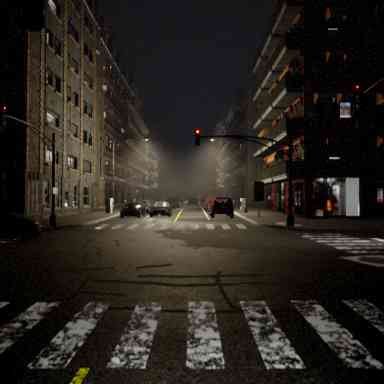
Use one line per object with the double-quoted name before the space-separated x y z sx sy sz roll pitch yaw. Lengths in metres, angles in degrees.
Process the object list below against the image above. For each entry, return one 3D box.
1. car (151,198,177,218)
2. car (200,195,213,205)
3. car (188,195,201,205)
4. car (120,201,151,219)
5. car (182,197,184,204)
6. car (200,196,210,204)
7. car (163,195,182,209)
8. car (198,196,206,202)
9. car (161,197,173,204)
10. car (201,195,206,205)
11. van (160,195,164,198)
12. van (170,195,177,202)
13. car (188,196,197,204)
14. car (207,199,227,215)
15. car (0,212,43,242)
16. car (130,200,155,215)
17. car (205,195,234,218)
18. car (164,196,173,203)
"car" -2.799 1.586 31.144 2.033 1.411 5.357 0 0 0
"car" 2.682 1.457 63.484 2.192 1.841 5.009 1 0 0
"car" 0.200 1.602 59.870 1.882 1.535 5.008 0 0 0
"car" -5.251 1.603 30.092 1.947 1.339 4.313 1 0 0
"car" -2.647 1.308 64.340 2.097 1.767 4.553 0 0 0
"car" 2.689 1.616 69.047 1.967 1.590 4.097 1 0 0
"car" -2.764 1.551 47.394 1.882 1.535 5.008 0 0 0
"car" 2.722 1.893 91.298 1.947 1.339 4.313 1 0 0
"car" -5.193 1.727 69.024 2.008 1.369 4.403 1 0 0
"car" 2.650 1.372 41.250 2.192 1.841 5.009 1 0 0
"van" -5.197 1.483 63.460 1.690 1.788 3.998 1 0 0
"van" -5.155 1.668 91.280 1.690 1.788 3.998 1 0 0
"car" 0.183 1.662 70.310 1.882 1.535 5.008 0 0 0
"car" 2.639 1.571 35.854 1.752 1.417 4.829 1 0 0
"car" -9.402 1.652 15.830 4.181 1.385 1.994 0 -1 -19
"car" -5.242 1.612 35.653 1.947 1.339 4.313 1 0 0
"car" 2.634 1.353 30.125 2.192 1.841 5.009 1 0 0
"car" -5.184 1.736 74.416 1.752 1.417 4.829 1 0 0
